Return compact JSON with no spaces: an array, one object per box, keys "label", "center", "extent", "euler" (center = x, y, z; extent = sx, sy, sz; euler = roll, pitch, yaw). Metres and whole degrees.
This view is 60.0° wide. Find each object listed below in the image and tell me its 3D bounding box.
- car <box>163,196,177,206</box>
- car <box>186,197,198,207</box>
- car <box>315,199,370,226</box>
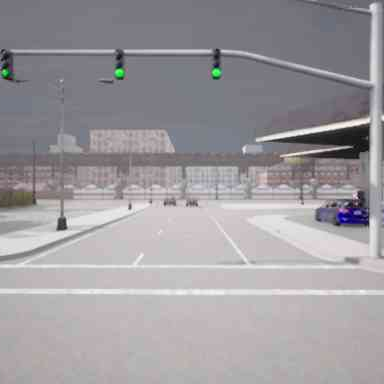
[{"label":"car","center":[-3.411,1.400,51.912],"extent":[2.128,1.511,4.902],"euler":[0,0,0]},{"label":"car","center":[0.042,1.461,49.778],"extent":[2.033,1.411,5.357],"euler":[0,0,1]},{"label":"car","center":[9.706,1.257,21.642],"extent":[2.242,1.667,4.611],"euler":[0,0,0]}]
